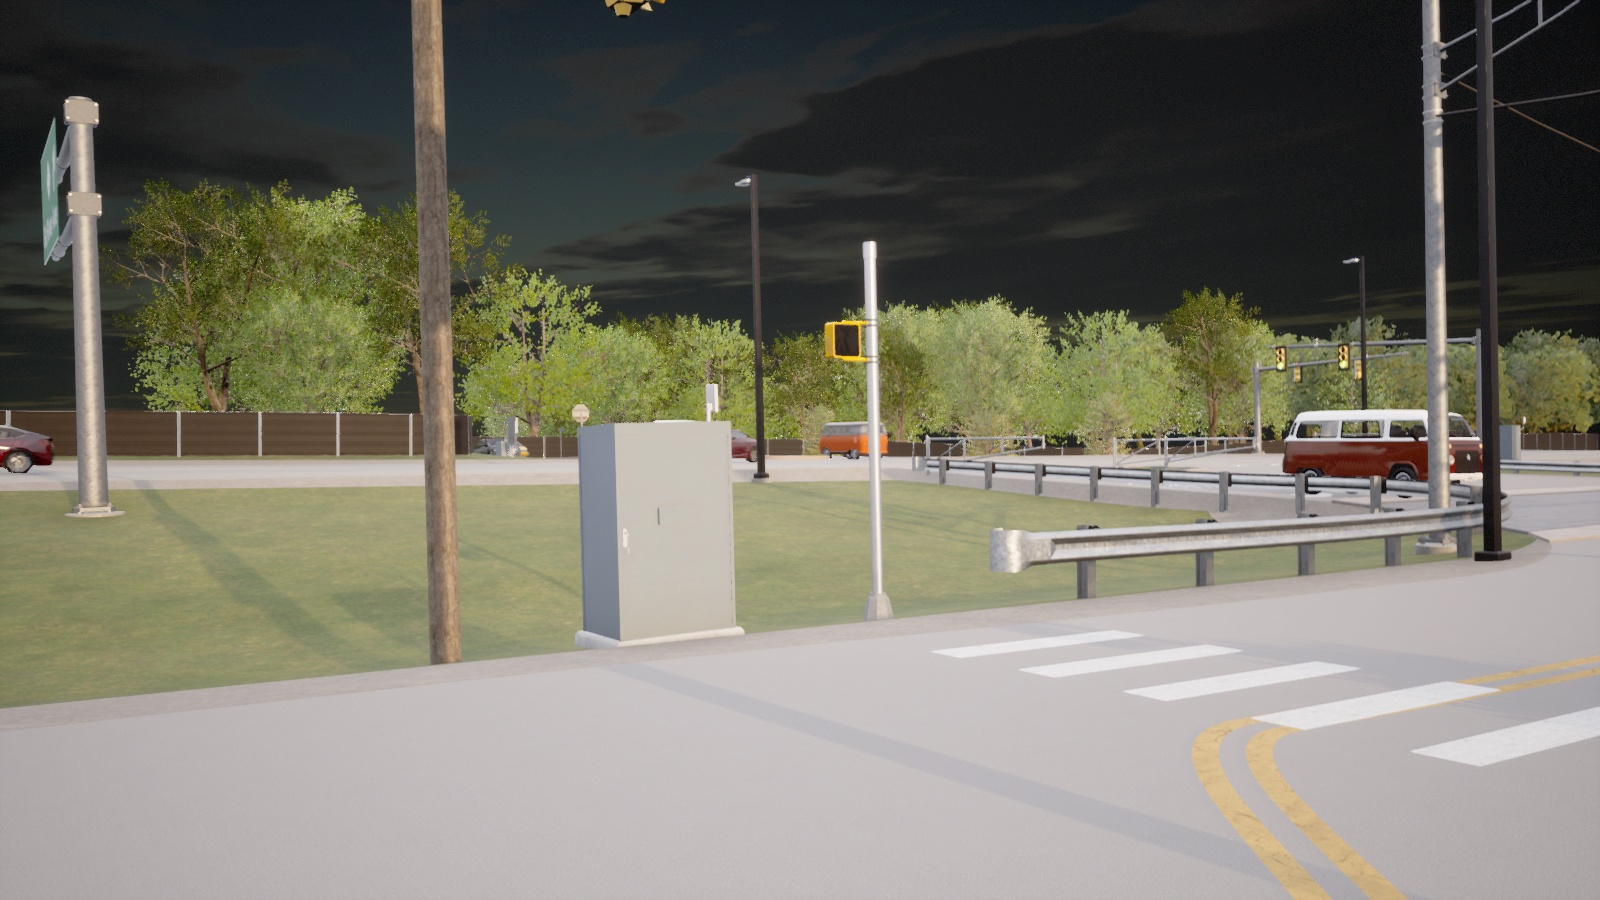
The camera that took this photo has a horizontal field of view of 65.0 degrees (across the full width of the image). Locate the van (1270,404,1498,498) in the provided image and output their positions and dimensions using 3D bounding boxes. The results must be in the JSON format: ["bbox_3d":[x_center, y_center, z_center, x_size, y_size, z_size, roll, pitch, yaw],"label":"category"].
[{"bbox_3d":[13.651,0.014,29.631,2.069,2.038,4.480,0,0,-30],"label":"van"}]

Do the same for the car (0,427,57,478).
[{"bbox_3d":[-24.920,0.091,37.283,4.792,1.488,2.163,-1,0,-33],"label":"car"}]

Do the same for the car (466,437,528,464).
[{"bbox_3d":[-19.085,0.054,78.898,2.128,1.511,4.902,-2,0,-34],"label":"car"}]

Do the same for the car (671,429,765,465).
[{"bbox_3d":[-3.357,-0.138,52.374,1.812,1.442,4.674,0,0,27],"label":"car"}]

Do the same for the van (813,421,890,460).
[{"bbox_3d":[2.700,-0.476,66.475,1.775,1.987,4.442,0,0,-34],"label":"van"}]
